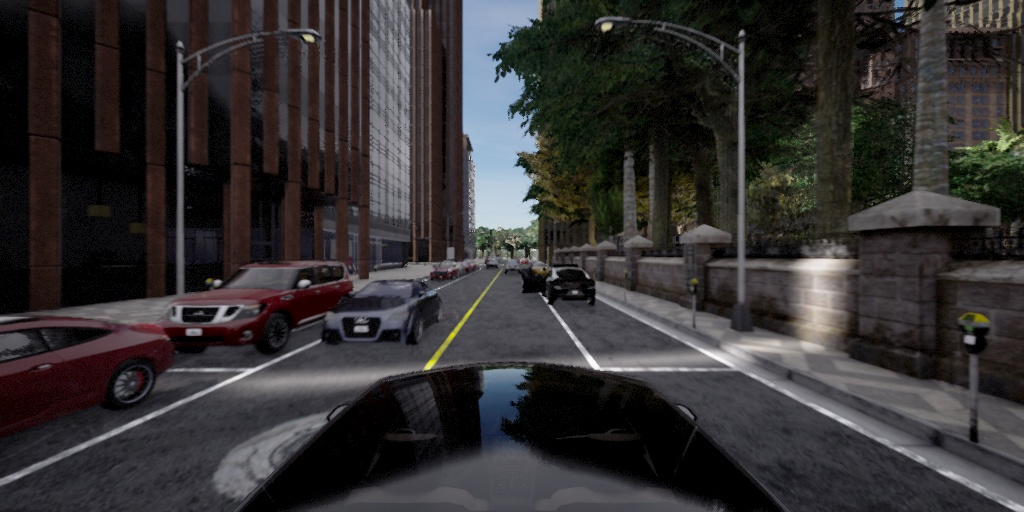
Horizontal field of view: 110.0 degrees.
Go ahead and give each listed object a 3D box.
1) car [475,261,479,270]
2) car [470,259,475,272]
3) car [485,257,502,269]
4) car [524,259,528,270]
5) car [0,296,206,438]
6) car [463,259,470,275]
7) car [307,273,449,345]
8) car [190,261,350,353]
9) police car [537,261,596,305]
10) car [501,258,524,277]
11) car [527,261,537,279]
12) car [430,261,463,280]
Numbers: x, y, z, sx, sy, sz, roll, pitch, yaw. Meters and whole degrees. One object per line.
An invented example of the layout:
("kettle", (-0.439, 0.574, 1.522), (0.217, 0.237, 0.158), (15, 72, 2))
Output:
("car", (-5.729, 1.158, 47.207), (1.967, 1.591, 4.097), (0, 0, 0))
("car", (-5.733, 1.266, 41.750), (1.888, 1.381, 4.507), (0, 0, 0))
("car", (-2.962, 1.255, 54.864), (1.837, 1.490, 4.892), (0, 0, 0))
("car", (2.792, 1.286, 41.746), (1.948, 1.339, 4.313), (0, 0, 0))
("car", (-5.761, 1.331, 3.551), (1.802, 1.307, 4.207), (0, 0, 0))
("car", (-5.737, 1.275, 36.293), (2.007, 1.370, 4.403), (0, 0, 0))
("car", (-3.094, 1.306, 9.348), (1.994, 1.385, 4.181), (0, 0, 0))
("car", (-5.757, 1.058, 9.008), (2.192, 1.841, 5.009), (0, 0, 0))
("police car", (2.377, 1.161, 16.120), (1.930, 1.638, 5.238), (0, 0, 0))
("car", (0.091, 1.267, 41.697), (2.033, 1.411, 5.357), (0, 0, 0))
("car", (2.788, 1.249, 36.459), (1.751, 1.417, 4.829), (0, 0, 0))
("car", (-5.741, 1.167, 30.836), (1.967, 1.591, 4.097), (0, 0, 0))
